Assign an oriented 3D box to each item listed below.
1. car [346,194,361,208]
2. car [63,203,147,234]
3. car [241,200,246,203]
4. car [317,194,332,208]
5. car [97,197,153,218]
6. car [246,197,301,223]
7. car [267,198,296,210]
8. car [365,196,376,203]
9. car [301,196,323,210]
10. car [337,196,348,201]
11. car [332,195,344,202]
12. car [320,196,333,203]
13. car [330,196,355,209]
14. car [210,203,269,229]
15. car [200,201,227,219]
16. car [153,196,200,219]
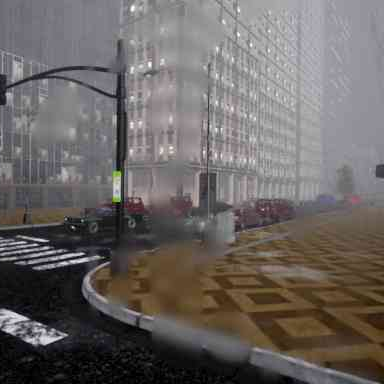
[{"bbox_3d":[25.388,1.365,52.882,2.150,2.045,5.566,1,1,35],"label":"car"},{"bbox_3d":[-5.165,1.595,19.747,1.895,1.301,4.718,1,1,35],"label":"car"},{"bbox_3d":[7.658,1.430,42.293,1.967,1.590,4.097,1,0,35],"label":"car"},{"bbox_3d":[20.631,1.310,51.317,2.150,2.045,5.566,1,1,35],"label":"car"},{"bbox_3d":[-5.498,1.274,23.794,2.192,1.841,5.009,1,0,35],"label":"car"},{"bbox_3d":[6.712,1.409,26.966,2.192,1.841,5.009,1,0,35],"label":"car"},{"bbox_3d":[11.833,1.526,43.741,2.128,1.511,4.902,1,0,36],"label":"car"},{"bbox_3d":[39.470,1.598,73.528,1.967,1.590,4.097,1,1,35],"label":"car"},{"bbox_3d":[15.243,1.642,43.606,1.994,1.385,4.181,1,1,35],"label":"car"},{"bbox_3d":[39.424,1.623,87.115,1.947,1.339,4.313,1,1,35],"label":"car"},{"bbox_3d":[36.140,1.570,82.468,1.752,1.417,4.829,1,1,35],"label":"car"},{"bbox_3d":[29.832,1.616,73.548,1.802,1.307,4.206,1,1,35],"label":"car"},{"bbox_3d":[21.360,1.655,47.119,1.812,1.442,4.674,1,1,35],"label":"car"},{"bbox_3d":[3.223,1.668,22.038,1.802,1.307,4.206,1,0,35],"label":"car"},{"bbox_3d":[1.748,1.488,29.549,1.882,1.535,5.008,1,0,35],"label":"car"},{"bbox_3d":[-1.843,1.283,28.964,2.192,1.841,5.009,1,0,35],"label":"car"}]
